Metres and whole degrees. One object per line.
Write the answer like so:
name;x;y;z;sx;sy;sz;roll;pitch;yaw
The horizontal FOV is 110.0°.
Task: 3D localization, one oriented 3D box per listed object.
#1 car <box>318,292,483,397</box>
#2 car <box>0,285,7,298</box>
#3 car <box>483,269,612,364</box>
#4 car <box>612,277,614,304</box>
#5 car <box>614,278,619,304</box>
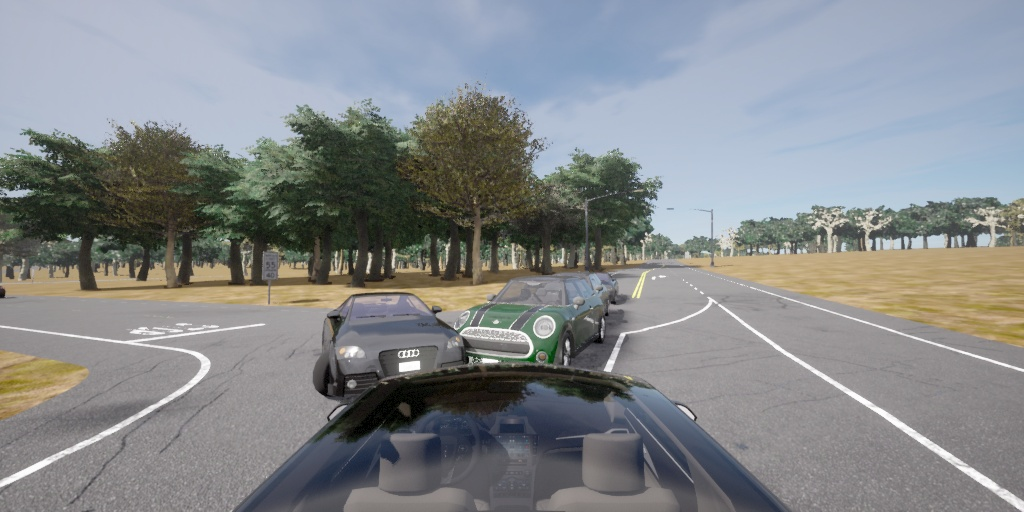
car;-2.354;1.376;6.616;1.994;1.385;4.181;1;-2;-29
car;-40.860;2.560;27.379;4.181;1.385;1.994;-2;-3;22
car;0.617;1.218;7.821;2.097;1.767;4.553;-1;-2;26
car;2.024;1.344;12.134;2.097;1.767;4.553;-1;-1;21
car;4.218;1.509;17.861;1.994;1.385;4.181;-1;0;19
